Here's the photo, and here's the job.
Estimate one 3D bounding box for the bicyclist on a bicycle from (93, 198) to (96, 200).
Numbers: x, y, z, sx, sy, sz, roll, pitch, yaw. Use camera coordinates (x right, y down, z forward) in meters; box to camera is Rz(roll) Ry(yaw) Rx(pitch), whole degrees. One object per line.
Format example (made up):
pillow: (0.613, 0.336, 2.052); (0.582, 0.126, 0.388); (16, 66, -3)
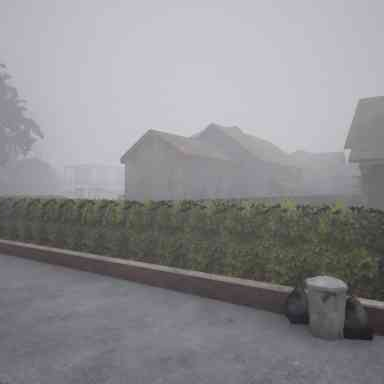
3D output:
bicyclist on a bicycle: (-8.795, 1.349, 30.383); (1.656, 1.620, 0.582); (0, 0, 35)
